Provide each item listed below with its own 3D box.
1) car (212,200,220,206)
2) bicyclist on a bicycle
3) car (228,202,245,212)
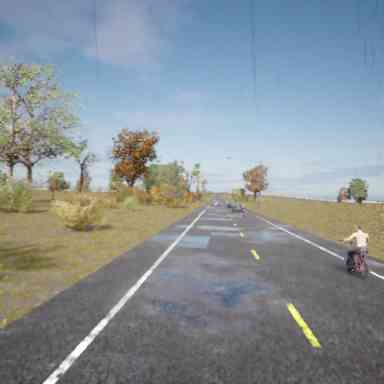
[{"bbox_3d":[5.915,2.773,82.655,2.128,1.511,4.902,2,-1,4],"label":"car"},{"bbox_3d":[5.097,1.776,10.293,0.866,1.612,1.509,2,-1,4],"label":"bicyclist on a bicycle"},{"bbox_3d":[7.376,2.453,53.451,2.128,1.511,4.902,2,-1,4],"label":"car"}]
